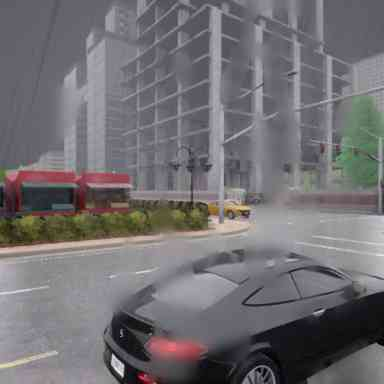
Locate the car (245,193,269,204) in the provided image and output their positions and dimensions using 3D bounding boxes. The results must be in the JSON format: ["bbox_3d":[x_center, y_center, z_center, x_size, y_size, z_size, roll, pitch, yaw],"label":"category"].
[{"bbox_3d":[10.840,1.114,57.680,1.905,1.878,3.866,0,0,-36],"label":"car"}]

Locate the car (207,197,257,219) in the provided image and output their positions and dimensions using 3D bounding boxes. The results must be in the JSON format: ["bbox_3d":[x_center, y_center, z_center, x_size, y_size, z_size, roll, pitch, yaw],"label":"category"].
[{"bbox_3d":[2.859,1.422,28.401,1.882,1.535,5.008,0,0,-36],"label":"car"}]

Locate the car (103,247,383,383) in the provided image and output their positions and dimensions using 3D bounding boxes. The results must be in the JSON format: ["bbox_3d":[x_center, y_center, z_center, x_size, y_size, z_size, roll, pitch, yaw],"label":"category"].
[{"bbox_3d":[1.147,1.526,4.605,4.674,1.442,1.812,0,0,-35],"label":"car"}]

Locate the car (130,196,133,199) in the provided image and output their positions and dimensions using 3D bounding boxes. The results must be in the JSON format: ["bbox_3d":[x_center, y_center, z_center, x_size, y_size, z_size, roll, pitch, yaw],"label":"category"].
[{"bbox_3d":[-8.723,1.298,44.324,2.097,1.767,4.553,0,0,-36],"label":"car"}]

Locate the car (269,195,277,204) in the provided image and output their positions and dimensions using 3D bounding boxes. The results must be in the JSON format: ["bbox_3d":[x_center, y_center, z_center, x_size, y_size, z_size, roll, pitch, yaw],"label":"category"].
[{"bbox_3d":[13.228,1.114,59.396,1.905,1.878,3.866,0,0,-36],"label":"car"}]
